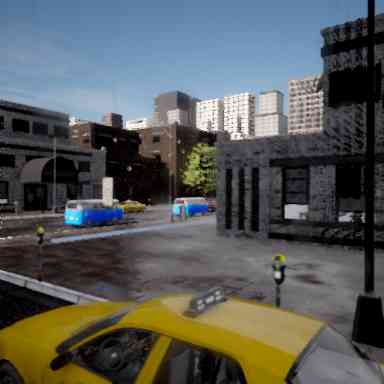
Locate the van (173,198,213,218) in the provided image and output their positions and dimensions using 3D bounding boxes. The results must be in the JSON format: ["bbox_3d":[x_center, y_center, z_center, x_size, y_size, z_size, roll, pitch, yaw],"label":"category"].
[{"bbox_3d":[-0.061,1.430,31.183,1.690,1.788,3.998,0,0,35],"label":"van"}]

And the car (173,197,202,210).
[{"bbox_3d":[-0.563,1.498,45.052,1.967,1.590,4.097,0,0,35],"label":"car"}]

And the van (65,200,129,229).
[{"bbox_3d":[-6.407,1.401,22.144,1.690,1.788,3.998,0,0,35],"label":"van"}]

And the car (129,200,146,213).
[{"bbox_3d":[-7.007,1.551,35.873,1.752,1.417,4.829,0,0,35],"label":"car"}]

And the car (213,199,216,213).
[{"bbox_3d":[3.111,1.649,35.701,1.887,1.381,4.507,0,0,35],"label":"car"}]

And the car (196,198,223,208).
[{"bbox_3d":[2.609,1.620,49.571,1.887,1.381,4.507,0,0,35],"label":"car"}]

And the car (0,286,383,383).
[{"bbox_3d":[-0.096,1.524,2.936,4.829,1.417,1.752,0,0,36],"label":"car"}]
